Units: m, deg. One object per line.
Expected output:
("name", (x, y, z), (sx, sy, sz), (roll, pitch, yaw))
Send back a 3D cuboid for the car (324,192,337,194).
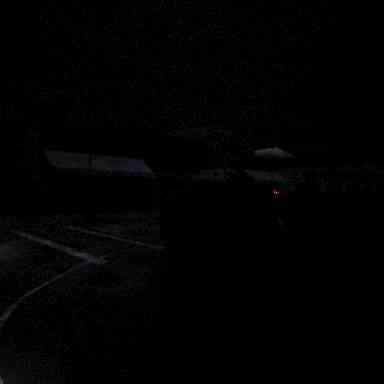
("car", (31.118, 1.086, 76.772), (2.007, 1.523, 4.514), (2, 1, 43))
